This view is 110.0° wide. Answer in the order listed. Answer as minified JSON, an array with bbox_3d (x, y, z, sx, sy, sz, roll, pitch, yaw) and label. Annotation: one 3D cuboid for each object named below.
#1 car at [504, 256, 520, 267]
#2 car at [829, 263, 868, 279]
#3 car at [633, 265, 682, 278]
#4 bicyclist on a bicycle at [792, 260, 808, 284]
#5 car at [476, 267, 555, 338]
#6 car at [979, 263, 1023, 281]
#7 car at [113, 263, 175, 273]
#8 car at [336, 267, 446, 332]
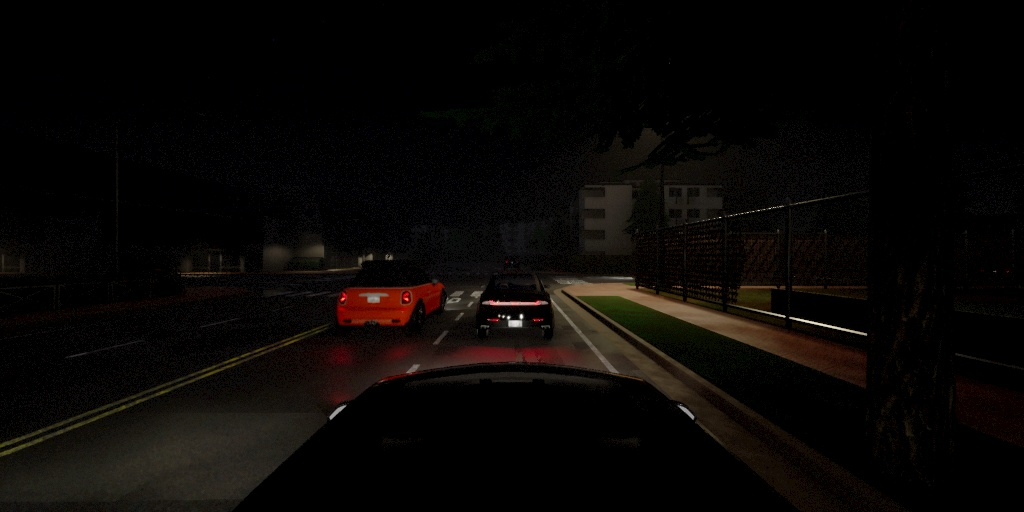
[{"bbox_3d":[-0.013,0.971,52.114,2.150,2.045,5.566,0,0,0],"label":"car"},{"bbox_3d":[31.110,1.241,31.935,4.892,1.490,1.837,1,0,0],"label":"car"},{"bbox_3d":[12.957,1.297,31.912,4.181,1.385,1.994,0,0,0],"label":"car"},{"bbox_3d":[18.301,1.037,22.965,0.582,1.620,1.656,0,0,0],"label":"bicyclist on a bicycle"},{"bbox_3d":[0.088,1.242,10.132,2.128,1.511,4.902,0,0,0],"label":"car"},{"bbox_3d":[40.889,1.273,29.407,5.357,1.411,2.033,0,0,-19],"label":"car"},{"bbox_3d":[-31.777,1.314,30.997,4.181,1.385,1.994,0,0,0],"label":"car"},{"bbox_3d":[-3.406,1.101,10.990,2.097,1.767,4.553,0,0,0],"label":"car"}]
